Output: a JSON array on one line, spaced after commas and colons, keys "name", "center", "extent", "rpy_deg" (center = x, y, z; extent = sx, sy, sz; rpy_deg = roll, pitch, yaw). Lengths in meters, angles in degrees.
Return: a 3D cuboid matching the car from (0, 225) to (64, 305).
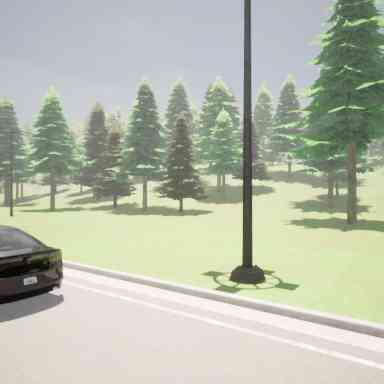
[{"name": "car", "center": [-4.982, 1.477, 7.544], "extent": [5.008, 1.535, 1.882], "rpy_deg": [0, 0, 36]}]
